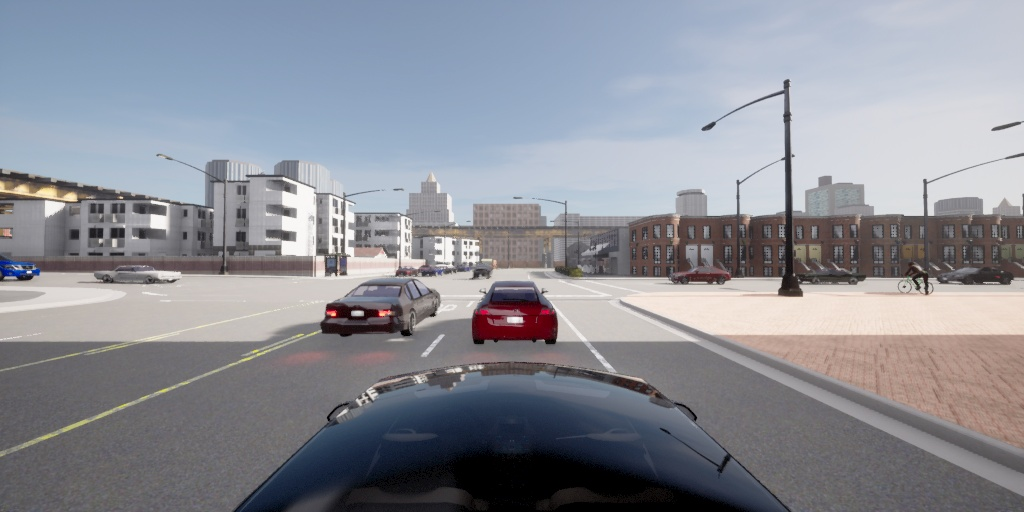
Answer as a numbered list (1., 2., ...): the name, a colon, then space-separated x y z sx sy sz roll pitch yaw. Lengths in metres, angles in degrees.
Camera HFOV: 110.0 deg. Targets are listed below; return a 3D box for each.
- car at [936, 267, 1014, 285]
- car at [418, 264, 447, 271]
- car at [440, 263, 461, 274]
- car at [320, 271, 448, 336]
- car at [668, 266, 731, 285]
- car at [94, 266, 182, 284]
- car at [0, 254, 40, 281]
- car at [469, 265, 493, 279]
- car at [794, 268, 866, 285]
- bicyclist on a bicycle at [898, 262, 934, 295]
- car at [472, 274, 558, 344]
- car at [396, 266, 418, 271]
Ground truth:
1. car: 37.087 1.562 28.733 4.674 1.442 1.812 0 -1 1
2. car: -10.184 1.989 46.217 1.895 1.301 4.718 0 -1 3
3. car: -9.722 2.172 55.374 1.895 1.301 4.718 0 -1 4
4. car: -3.427 1.336 10.439 2.033 1.411 5.357 0 0 0
5. car: 15.238 1.572 29.195 4.674 1.442 1.812 0 -1 1
6. car: -27.213 1.354 26.232 4.718 1.301 1.895 1 -1 -1
7. car: -37.264 0.724 25.077 5.566 2.045 2.150 2 -1 -13
8. car: -3.213 1.766 39.872 1.837 1.490 4.892 0 -1 2
9. car: 25.421 1.643 28.990 4.718 1.301 1.895 0 -1 1
10. bicyclist on a bicycle: 20.347 1.128 18.119 0.582 1.620 1.656 0 -1 1
11. car: 0.054 1.347 9.656 1.994 1.385 4.181 0 0 0
12. car: -13.671 1.962 46.697 1.994 1.385 4.181 0 -1 2
